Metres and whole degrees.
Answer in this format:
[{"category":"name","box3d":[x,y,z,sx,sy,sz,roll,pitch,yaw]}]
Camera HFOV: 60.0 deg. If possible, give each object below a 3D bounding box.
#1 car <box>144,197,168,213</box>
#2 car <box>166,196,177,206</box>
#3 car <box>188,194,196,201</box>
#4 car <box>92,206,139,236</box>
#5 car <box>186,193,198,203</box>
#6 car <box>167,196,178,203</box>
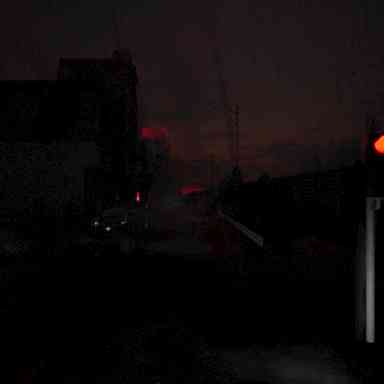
[{"category":"car","box3d":[-4.121,1.521,37.338,1.812,1.442,4.674,0,0,0]},{"category":"car","box3d":[-4.130,1.484,54.233,2.128,1.511,4.902,0,0,0]},{"category":"car","box3d":[-0.064,1.299,76.717,1.882,1.535,5.008,0,0,0]},{"category":"car","box3d":[-4.108,1.523,18.589,1.812,1.442,4.674,0,0,0]},{"category":"car","box3d":[-0.053,1.212,66.327,2.150,2.045,5.566,0,0,0]},{"category":"car","box3d":[-4.056,1.574,69.181,1.895,1.301,4.718,0,0,0]}]
